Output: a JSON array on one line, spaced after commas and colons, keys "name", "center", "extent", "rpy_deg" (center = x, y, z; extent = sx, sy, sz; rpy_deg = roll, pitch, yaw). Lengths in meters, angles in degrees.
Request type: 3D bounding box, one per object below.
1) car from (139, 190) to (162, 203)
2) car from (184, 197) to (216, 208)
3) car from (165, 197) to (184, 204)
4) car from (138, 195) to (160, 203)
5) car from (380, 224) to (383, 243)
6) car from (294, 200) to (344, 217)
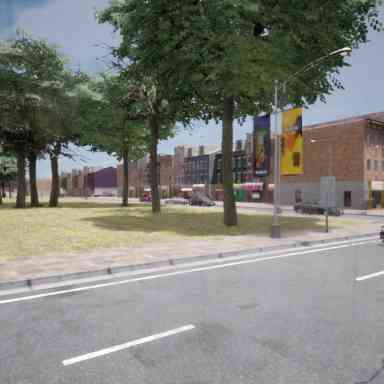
[{"name": "car", "center": [-7.566, 0.689, 60.268], "extent": [2.150, 2.045, 5.566], "rpy_deg": [1, 0, -35]}, {"name": "car", "center": [1.372, 1.431, 47.552], "extent": [1.837, 1.490, 4.892], "rpy_deg": [1, 0, -35]}, {"name": "car", "center": [-2.863, 1.488, 58.485], "extent": [1.895, 1.301, 4.718], "rpy_deg": [1, 0, -35]}, {"name": "car", "center": [-8.733, 1.401, 66.638], "extent": [2.033, 1.411, 5.357], "rpy_deg": [1, 0, -35]}, {"name": "car", "center": [10.318, 1.574, 14.865], "extent": [4.902, 1.511, 2.128], "rpy_deg": [1, 0, -35]}, {"name": "car", "center": [12.236, 1.585, 32.283], "extent": [1.837, 1.490, 4.892], "rpy_deg": [1, 1, -35]}]
